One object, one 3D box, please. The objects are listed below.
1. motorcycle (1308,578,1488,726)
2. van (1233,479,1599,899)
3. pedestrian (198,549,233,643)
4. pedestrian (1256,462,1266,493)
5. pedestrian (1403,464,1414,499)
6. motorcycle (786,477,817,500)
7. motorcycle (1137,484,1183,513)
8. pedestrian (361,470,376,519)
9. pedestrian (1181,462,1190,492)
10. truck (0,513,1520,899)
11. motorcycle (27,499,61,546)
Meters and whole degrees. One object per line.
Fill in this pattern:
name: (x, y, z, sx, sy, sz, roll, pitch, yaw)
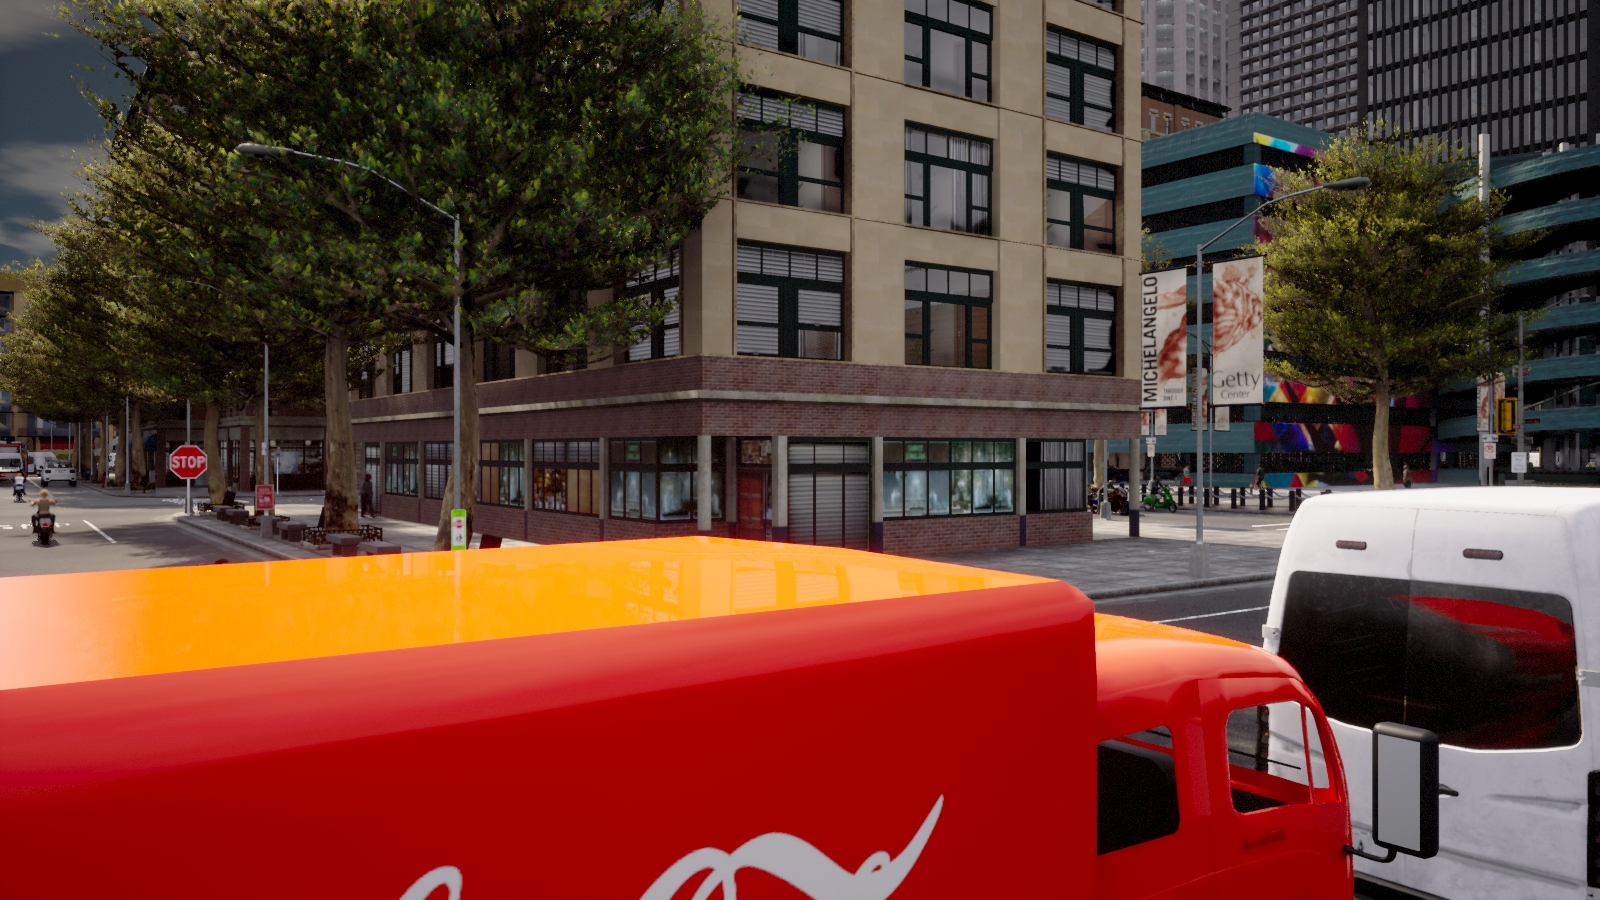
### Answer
motorcycle: (6.629, 2.165, 12.609, 2.356, 1.277, 0.764, 0, 0, -35)
van: (5.582, 1.531, 7.714, 5.915, 2.561, 1.988, 0, 0, -35)
pedestrian: (-8.543, 2.127, 16.701, 0.375, 1.300, 0.375, 0, 0, -40)
pedestrian: (28.124, 1.672, 69.712, 0.375, 1.860, 0.375, 0, 0, -26)
pedestrian: (32.487, 1.674, 60.966, 0.375, 1.860, 0.375, 0, 0, -30)
motorcycle: (0.089, 2.168, 64.150, 0.856, 1.236, 1.805, 0, 0, -35)
motorcycle: (16.126, 2.166, 51.225, 0.856, 1.236, 1.805, 0, 0, -35)
pedestrian: (-16.496, 1.691, 43.684, 0.375, 1.860, 0.375, 0, 0, 41)
pedestrian: (24.053, 1.674, 71.219, 0.375, 1.860, 0.375, 0, 0, -31)
truck: (-0.425, 1.567, 3.494, 5.204, 2.467, 2.627, 0, 0, -35)
motorcycle: (-22.943, 2.169, 34.653, 0.764, 1.277, 2.356, 0, 0, -35)
